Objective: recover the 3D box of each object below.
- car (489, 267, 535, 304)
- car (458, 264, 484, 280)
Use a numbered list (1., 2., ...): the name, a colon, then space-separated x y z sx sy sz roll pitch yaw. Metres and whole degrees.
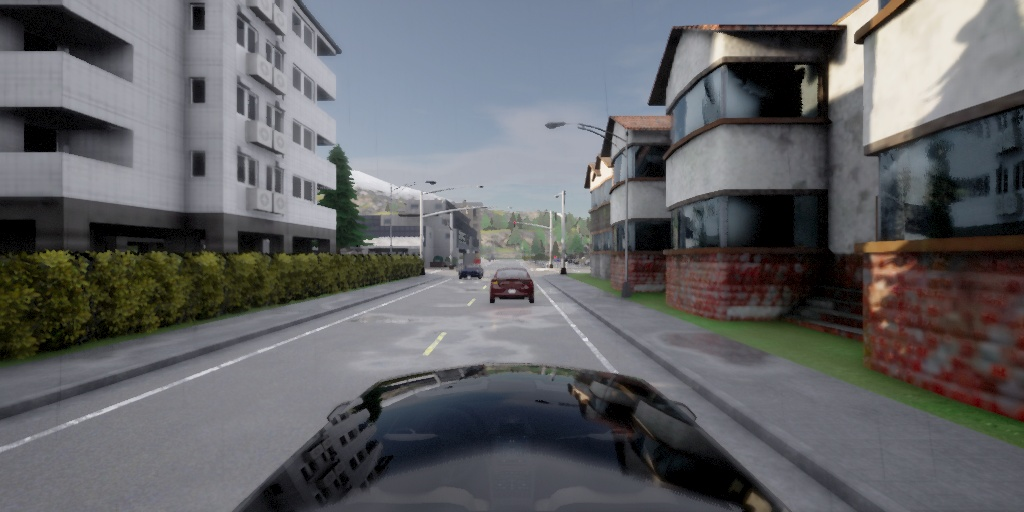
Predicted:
1. car: 0.000 1.234 16.500 1.882 1.535 5.008 0 0 0
2. car: -3.500 1.404 31.430 1.895 1.301 4.718 0 0 0
